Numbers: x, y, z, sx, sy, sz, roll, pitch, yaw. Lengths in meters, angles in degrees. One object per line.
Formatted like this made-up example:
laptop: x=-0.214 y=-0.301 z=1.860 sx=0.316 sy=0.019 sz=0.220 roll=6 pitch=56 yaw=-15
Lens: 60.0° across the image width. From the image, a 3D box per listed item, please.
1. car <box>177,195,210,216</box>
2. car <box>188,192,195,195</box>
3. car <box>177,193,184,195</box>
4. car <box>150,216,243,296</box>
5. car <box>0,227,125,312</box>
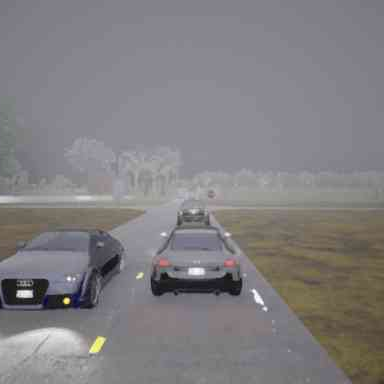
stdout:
car: x=0.095 y=1.283 z=22.859 sx=2.097 sy=1.767 sz=4.553 roll=0 pitch=0 yaw=0
car: x=-0.025 y=1.182 z=91.228 sx=1.994 sy=1.385 sz=4.181 roll=0 pitch=0 yaw=0
car: x=-2.774 y=1.022 z=85.688 sx=2.097 sy=1.767 sz=4.553 roll=0 pitch=0 yaw=0
car: x=0.098 y=1.539 z=8.595 sx=1.994 sy=1.385 sz=4.181 roll=0 pitch=0 yaw=0
car: x=-2.851 y=1.541 z=7.657 sx=1.994 sy=1.385 sz=4.181 roll=0 pitch=0 yaw=0
